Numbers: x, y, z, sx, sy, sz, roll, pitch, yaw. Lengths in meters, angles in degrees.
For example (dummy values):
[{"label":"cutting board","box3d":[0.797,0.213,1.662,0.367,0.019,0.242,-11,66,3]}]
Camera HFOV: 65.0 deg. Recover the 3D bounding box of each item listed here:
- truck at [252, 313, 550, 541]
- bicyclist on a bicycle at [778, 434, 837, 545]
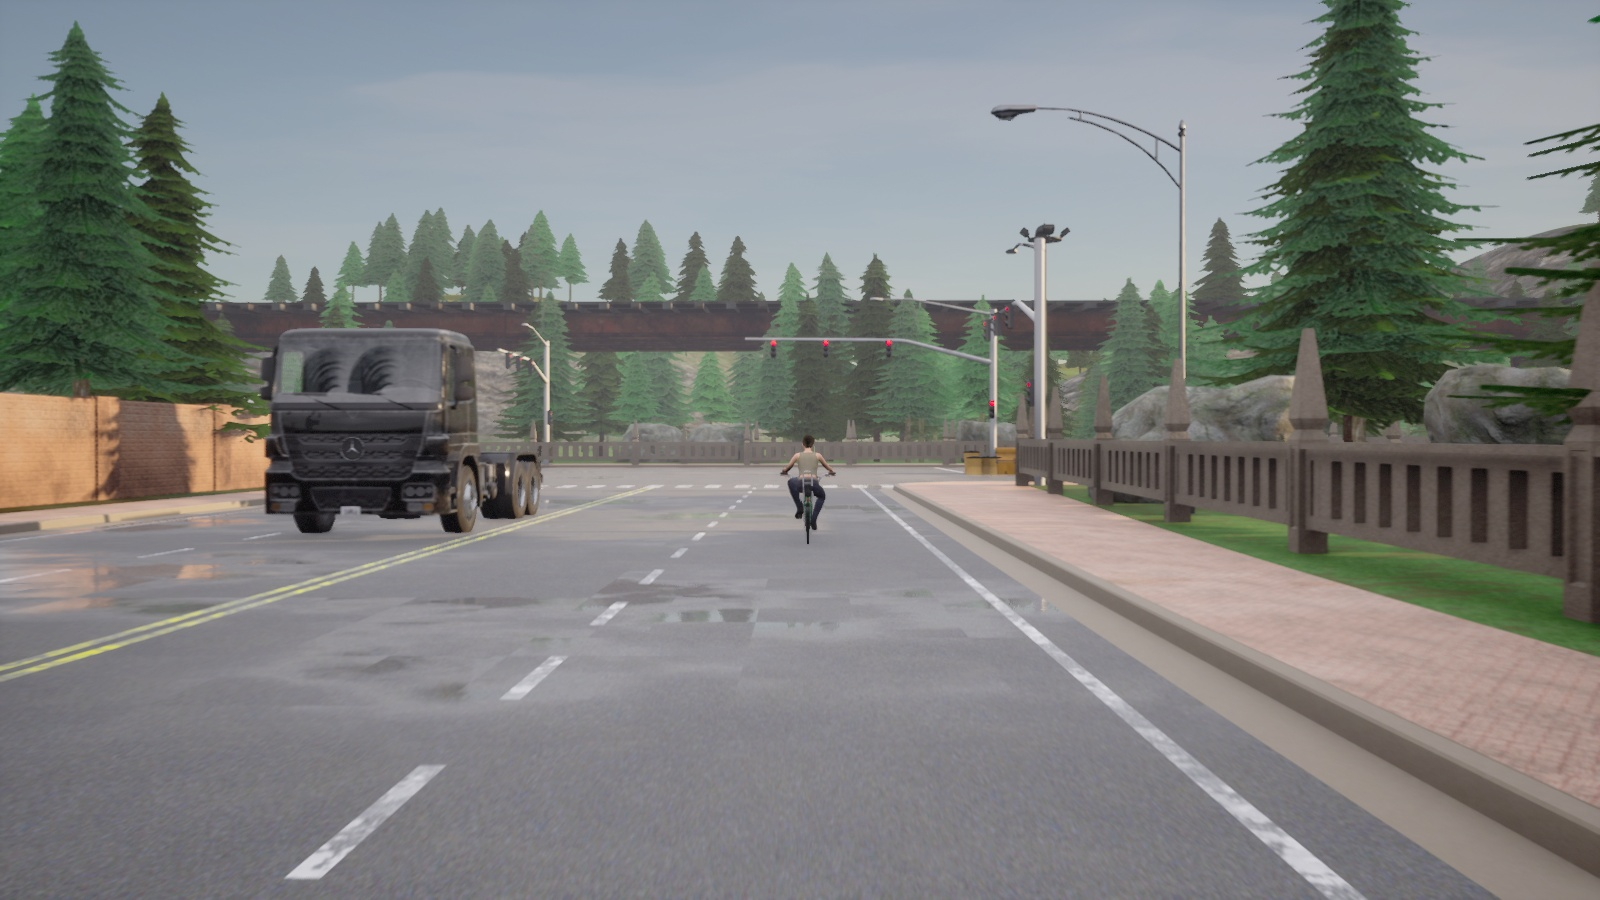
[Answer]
[{"label":"truck","box3d":[-6.852,-0.370,23.033,2.891,3.462,7.936,0,0,0]},{"label":"bicyclist on a bicycle","box3d":[0.120,0.576,19.079,0.866,1.612,1.509,0,0,1]}]
